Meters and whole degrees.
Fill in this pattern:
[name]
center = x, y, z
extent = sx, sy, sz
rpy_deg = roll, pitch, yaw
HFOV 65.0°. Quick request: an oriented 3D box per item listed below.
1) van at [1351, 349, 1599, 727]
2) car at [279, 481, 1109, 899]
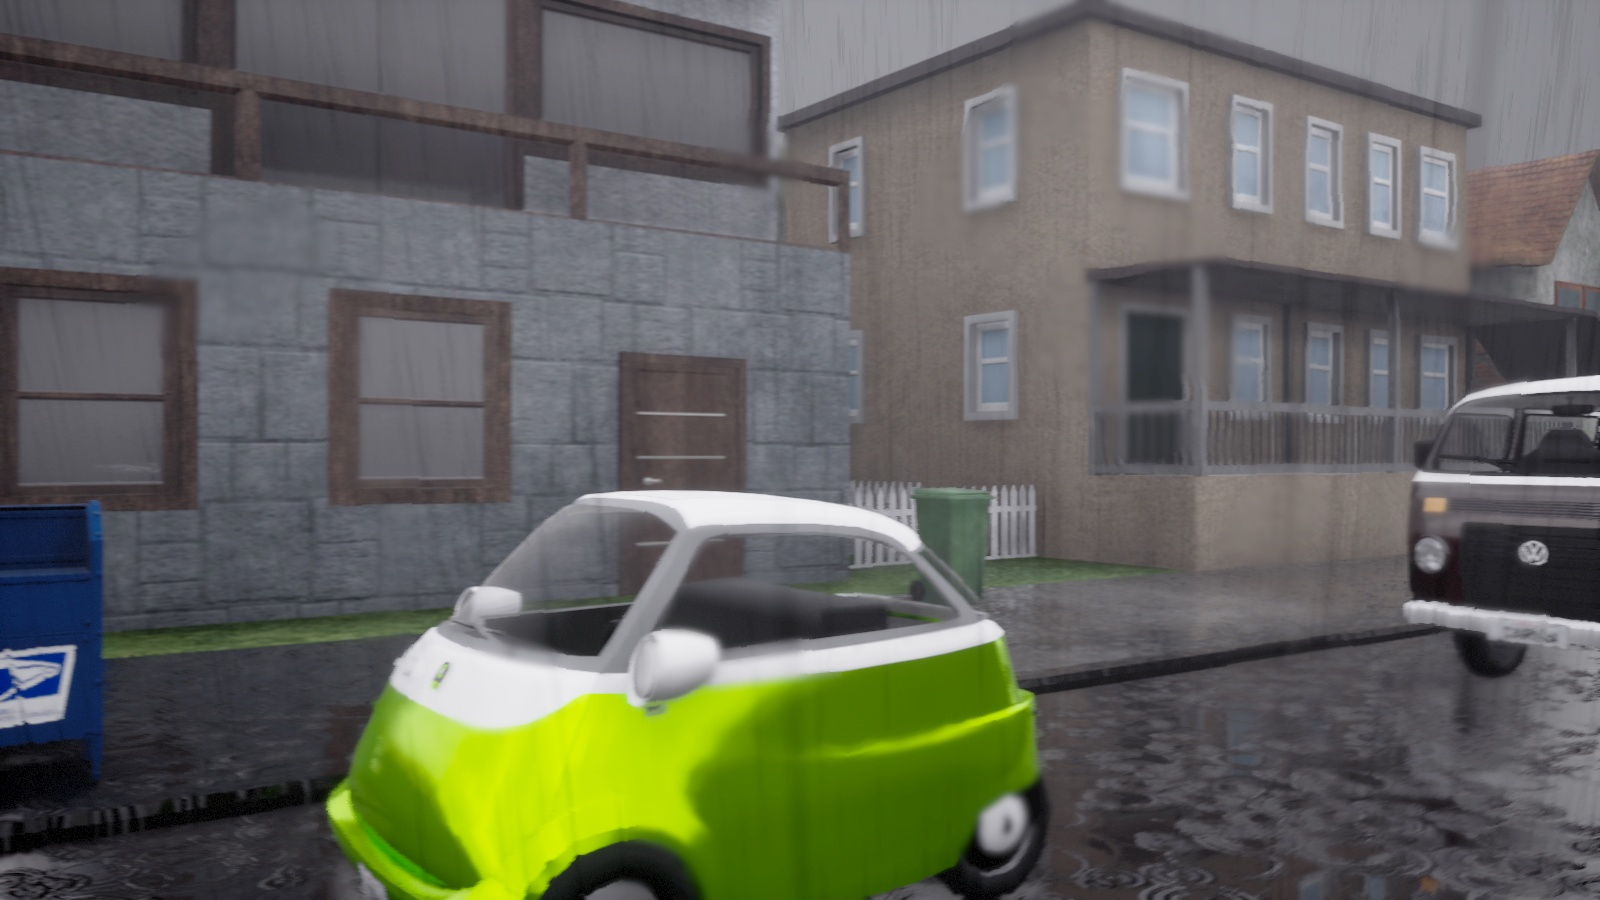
[van]
center = 5.924, 0.476, 8.393
extent = 4.480, 2.038, 2.069
rpy_deg = 0, 0, -35
[car]
center = -0.333, 0.810, 4.032
extent = 2.207, 1.376, 1.481
rpy_deg = 0, 0, -35
